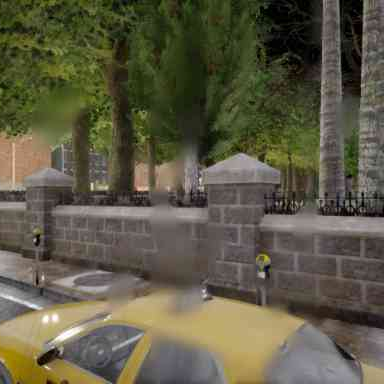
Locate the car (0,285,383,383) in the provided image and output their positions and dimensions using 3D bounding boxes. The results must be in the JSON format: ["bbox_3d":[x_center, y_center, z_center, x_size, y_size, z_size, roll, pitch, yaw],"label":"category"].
[{"bbox_3d":[-0.221,1.526,2.976,4.829,1.417,1.752,0,-1,35],"label":"car"}]
